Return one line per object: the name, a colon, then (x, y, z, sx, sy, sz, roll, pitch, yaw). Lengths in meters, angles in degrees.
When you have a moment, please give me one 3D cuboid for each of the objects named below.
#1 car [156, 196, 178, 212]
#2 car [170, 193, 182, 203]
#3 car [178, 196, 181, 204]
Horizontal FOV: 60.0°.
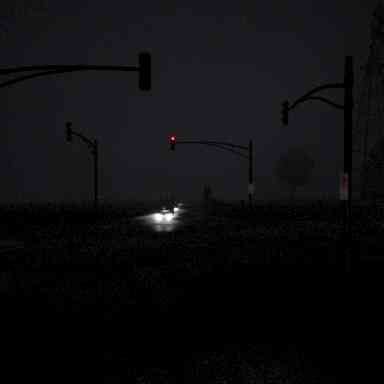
car: (-2.983, 1.486, 37.716, 2.128, 1.511, 4.902, 0, 0, -1)
car: (-3.088, 1.221, 66.050, 2.150, 2.045, 5.566, 0, 0, 0)
car: (-3.047, 1.596, 48.738, 1.895, 1.301, 4.718, 0, 0, 0)
